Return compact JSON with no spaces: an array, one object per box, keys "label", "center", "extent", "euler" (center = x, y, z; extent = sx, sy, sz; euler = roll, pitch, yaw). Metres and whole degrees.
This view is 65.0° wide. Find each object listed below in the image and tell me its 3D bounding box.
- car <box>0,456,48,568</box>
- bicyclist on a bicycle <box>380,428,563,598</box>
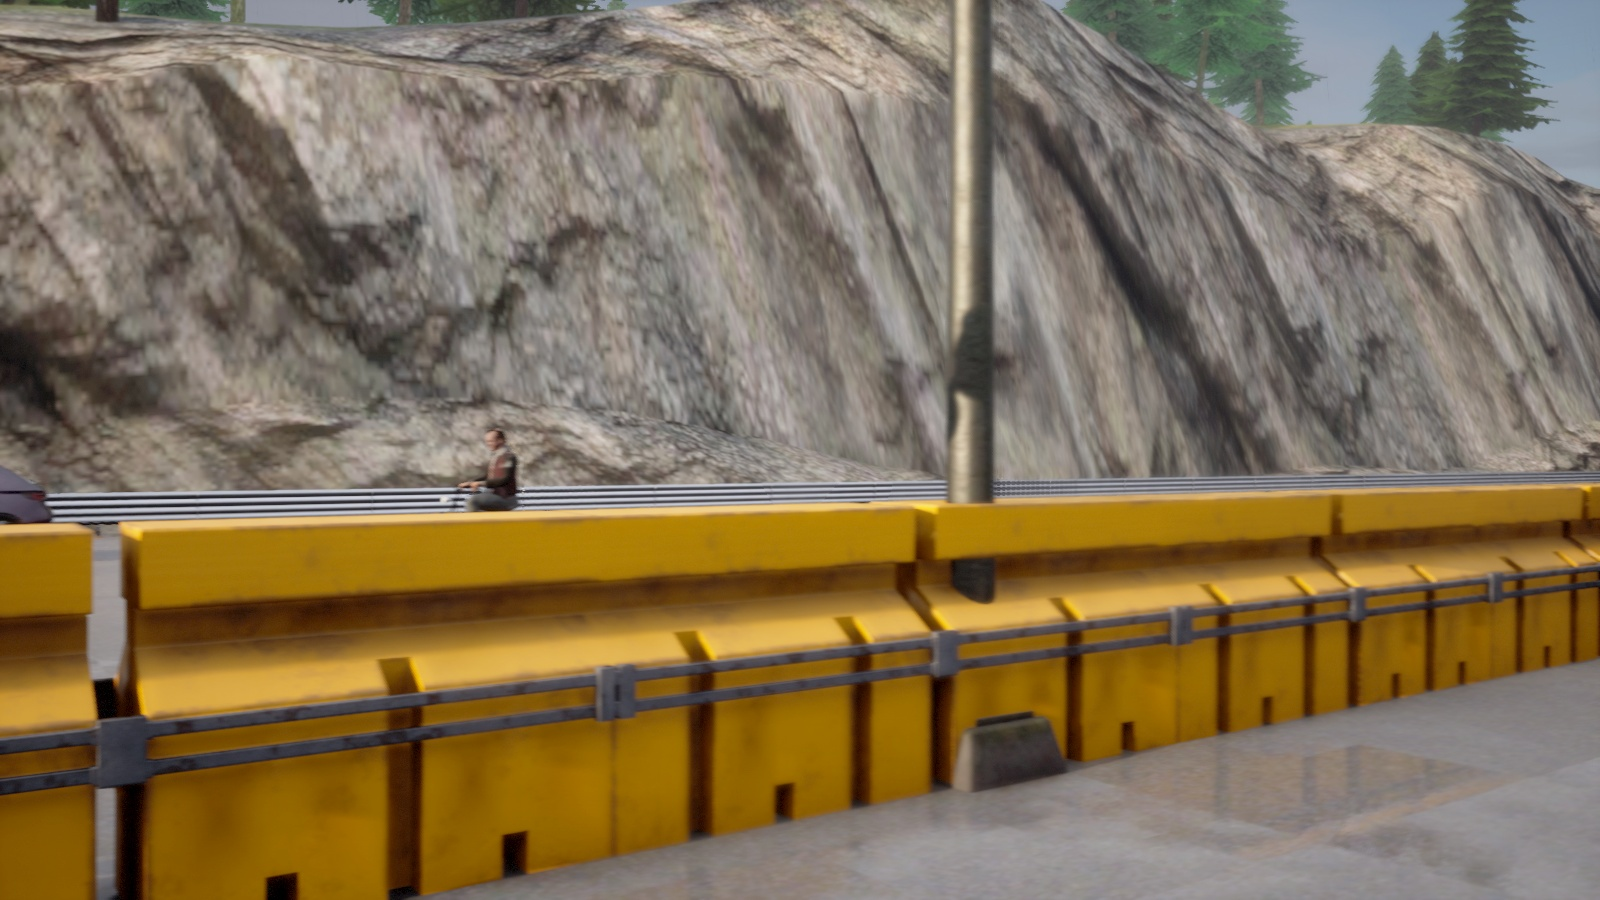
[{"label":"car","center":[-12.330,0.825,16.398],"extent":[4.193,1.474,1.816],"euler":[0,0,-35]},{"label":"bicyclist on a bicycle","center":[-3.625,0.657,13.929],"extent":[1.843,1.776,0.659],"euler":[0,0,-35]}]
